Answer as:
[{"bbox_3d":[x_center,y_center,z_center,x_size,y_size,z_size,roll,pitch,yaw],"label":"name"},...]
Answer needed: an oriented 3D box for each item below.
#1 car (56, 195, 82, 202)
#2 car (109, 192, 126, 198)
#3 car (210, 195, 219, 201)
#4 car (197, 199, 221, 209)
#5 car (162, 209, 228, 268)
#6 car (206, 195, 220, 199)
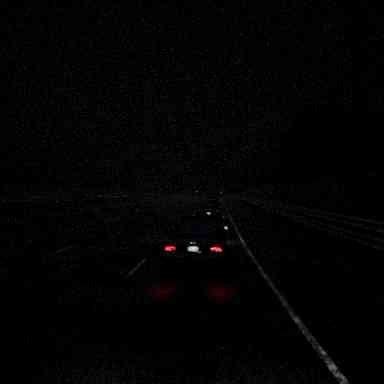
[{"bbox_3d":[-15.133,1.239,41.152,2.097,1.767,4.553,0,0,5],"label":"car"},{"bbox_3d":[-13.568,1.095,60.759,2.150,2.045,5.566,0,0,4],"label":"car"},{"bbox_3d":[5.259,1.419,77.607,1.895,1.301,4.718,0,0,4],"label":"car"},{"bbox_3d":[1.345,1.509,26.010,1.994,1.385,4.181,0,0,4],"label":"car"},{"bbox_3d":[0.218,1.524,11.153,2.033,1.411,5.357,0,0,4],"label":"car"},{"bbox_3d":[3.529,1.395,54.781,1.837,1.490,4.892,0,-1,4],"label":"car"}]
